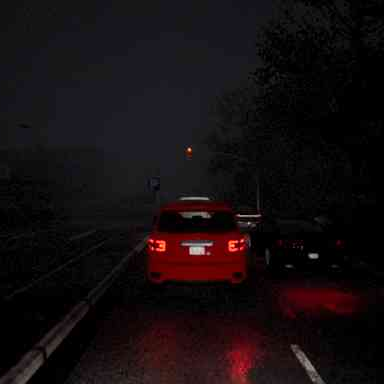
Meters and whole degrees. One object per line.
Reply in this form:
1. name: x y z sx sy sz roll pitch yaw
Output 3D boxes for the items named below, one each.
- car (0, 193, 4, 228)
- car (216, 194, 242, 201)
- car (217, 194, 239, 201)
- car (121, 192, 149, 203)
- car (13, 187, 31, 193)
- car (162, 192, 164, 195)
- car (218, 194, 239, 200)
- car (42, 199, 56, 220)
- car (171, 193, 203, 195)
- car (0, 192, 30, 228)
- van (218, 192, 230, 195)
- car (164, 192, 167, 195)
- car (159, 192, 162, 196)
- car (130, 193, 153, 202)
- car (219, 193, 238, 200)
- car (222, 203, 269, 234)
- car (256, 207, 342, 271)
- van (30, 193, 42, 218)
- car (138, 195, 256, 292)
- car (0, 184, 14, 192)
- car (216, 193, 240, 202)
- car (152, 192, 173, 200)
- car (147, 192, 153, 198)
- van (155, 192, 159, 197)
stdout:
1. car: -13.816 1.259 18.197 5.566 2.045 2.435 -1 0 -20
2. car: 8.102 1.247 73.642 5.366 1.575 1.946 1 0 -13
3. car: 8.609 1.282 79.482 4.674 1.452 2.002 1 0 -13
4. car: -11.533 1.343 65.057 4.792 1.488 2.163 -1 0 -15
5. car: -28.241 0.124 55.902 2.002 1.452 4.674 6 -3 -19
6. car: -9.750 1.341 80.010 4.674 1.452 2.002 -1 0 -13
7. car: 8.978 1.278 82.420 4.674 1.452 2.002 1 0 -12
8. car: -13.664 1.398 27.248 4.553 1.767 2.185 -1 0 -19
9. car: 0.128 1.242 19.445 2.150 2.045 5.566 0 0 0
10. car: -13.747 1.263 21.234 5.566 2.045 2.435 -1 0 -20
11. van: 7.190 1.027 67.678 4.442 1.987 1.878 1 0 -14
12. car: -9.382 1.340 83.012 4.674 1.452 2.002 -1 0 -13
13. car: -10.118 1.304 77.014 4.892 1.521 2.231 -1 0 -14
14. car: -10.803 1.180 71.002 4.553 1.767 2.185 -1 0 -14
15. car: 9.341 1.109 85.350 4.553 1.767 2.185 1 0 -12
16. car: 3.139 1.513 20.538 2.128 1.511 4.902 0 0 0
17. car: 3.097 1.486 10.961 1.882 1.535 5.008 0 0 0
18. van: -13.635 1.292 24.270 4.442 1.987 1.878 -1 0 -20
19. car: 0.092 1.228 9.087 2.150 2.045 5.566 0 0 0
20. car: -31.236 -0.438 55.958 2.435 2.045 5.566 6 -3 -19
21. car: 7.570 1.125 70.648 4.553 1.767 2.185 1 0 -14
22. car: -8.129 1.043 92.002 5.566 2.045 2.435 -1 0 -12
23. car: -10.893 1.300 68.050 5.366 1.575 1.946 -1 0 -15
24. van: -10.342 1.076 74.043 4.442 1.987 1.878 -1 0 -14
